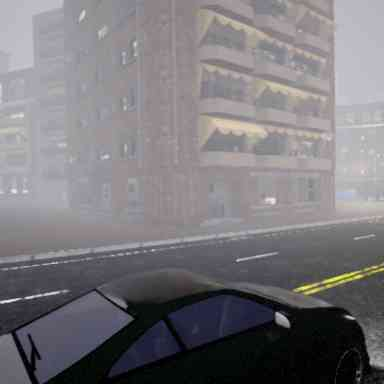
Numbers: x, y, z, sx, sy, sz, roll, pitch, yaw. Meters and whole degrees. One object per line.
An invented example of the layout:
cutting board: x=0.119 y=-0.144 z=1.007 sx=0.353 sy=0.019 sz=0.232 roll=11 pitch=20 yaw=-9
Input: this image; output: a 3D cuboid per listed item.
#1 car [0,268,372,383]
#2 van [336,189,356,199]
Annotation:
car: x=0.024 y=1.548 z=3.485 sx=4.181 sy=1.385 sz=1.994 roll=-1 pitch=0 yaw=-36
van: x=27.671 y=0.359 z=60.435 sx=3.998 sy=1.788 sz=1.690 roll=1 pitch=0 yaw=21
